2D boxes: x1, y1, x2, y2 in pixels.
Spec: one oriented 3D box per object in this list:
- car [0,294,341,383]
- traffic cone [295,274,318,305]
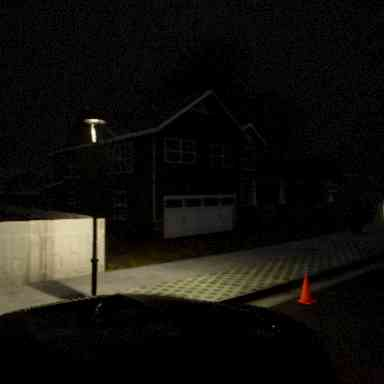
[{"bbox_3d":[-0.880,1.533,2.044,4.674,1.442,1.812,1,0,-37],"label":"car"},{"bbox_3d":[2.406,2.017,7.005,0.340,0.580,0.340,1,-1,-40],"label":"traffic cone"}]
